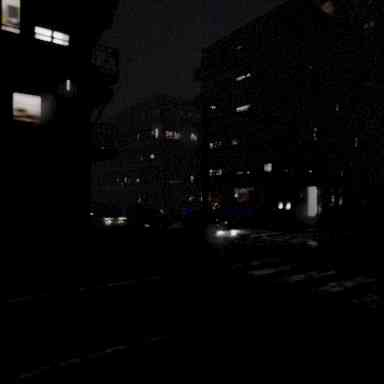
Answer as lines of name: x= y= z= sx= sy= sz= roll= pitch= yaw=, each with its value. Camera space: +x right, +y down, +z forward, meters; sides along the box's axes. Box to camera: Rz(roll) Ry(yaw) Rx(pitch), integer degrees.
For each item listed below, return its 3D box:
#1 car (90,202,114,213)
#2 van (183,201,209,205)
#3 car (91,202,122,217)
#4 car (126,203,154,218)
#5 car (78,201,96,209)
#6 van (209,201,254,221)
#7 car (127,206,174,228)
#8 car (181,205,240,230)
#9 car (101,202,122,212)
car: x=-13.375 y=2.251 z=49.107 sx=1.812 sy=1.442 sz=4.674 roll=0 pitch=-1 yaw=-36
van: x=0.423 y=1.818 z=34.673 sx=1.690 sy=1.788 sz=3.998 roll=-1 pitch=0 yaw=-36
car: x=-9.935 y=2.060 z=39.019 sx=1.882 sy=1.535 sz=5.008 roll=0 pitch=-1 yaw=-36
car: x=-4.451 y=1.814 z=31.551 sx=2.097 sy=1.767 sz=4.553 roll=0 pitch=-1 yaw=-36
car: x=-19.573 y=2.441 z=61.896 sx=1.752 sy=1.417 sz=4.829 roll=-1 pitch=0 yaw=-36
van: x=3.739 y=1.746 z=30.158 sx=1.690 sy=1.788 sz=3.998 roll=-1 pitch=0 yaw=-36
car: x=-3.001 y=1.958 z=25.239 sx=1.802 sy=1.307 sz=4.206 roll=-1 pitch=0 yaw=-36
car: x=1.108 y=1.905 z=23.993 sx=1.994 sy=1.385 sz=4.181 roll=0 pitch=-1 yaw=-36
car: x=-12.839 y=2.350 z=52.730 sx=1.802 sy=1.307 sz=4.206 roll=-1 pitch=0 yaw=-36
